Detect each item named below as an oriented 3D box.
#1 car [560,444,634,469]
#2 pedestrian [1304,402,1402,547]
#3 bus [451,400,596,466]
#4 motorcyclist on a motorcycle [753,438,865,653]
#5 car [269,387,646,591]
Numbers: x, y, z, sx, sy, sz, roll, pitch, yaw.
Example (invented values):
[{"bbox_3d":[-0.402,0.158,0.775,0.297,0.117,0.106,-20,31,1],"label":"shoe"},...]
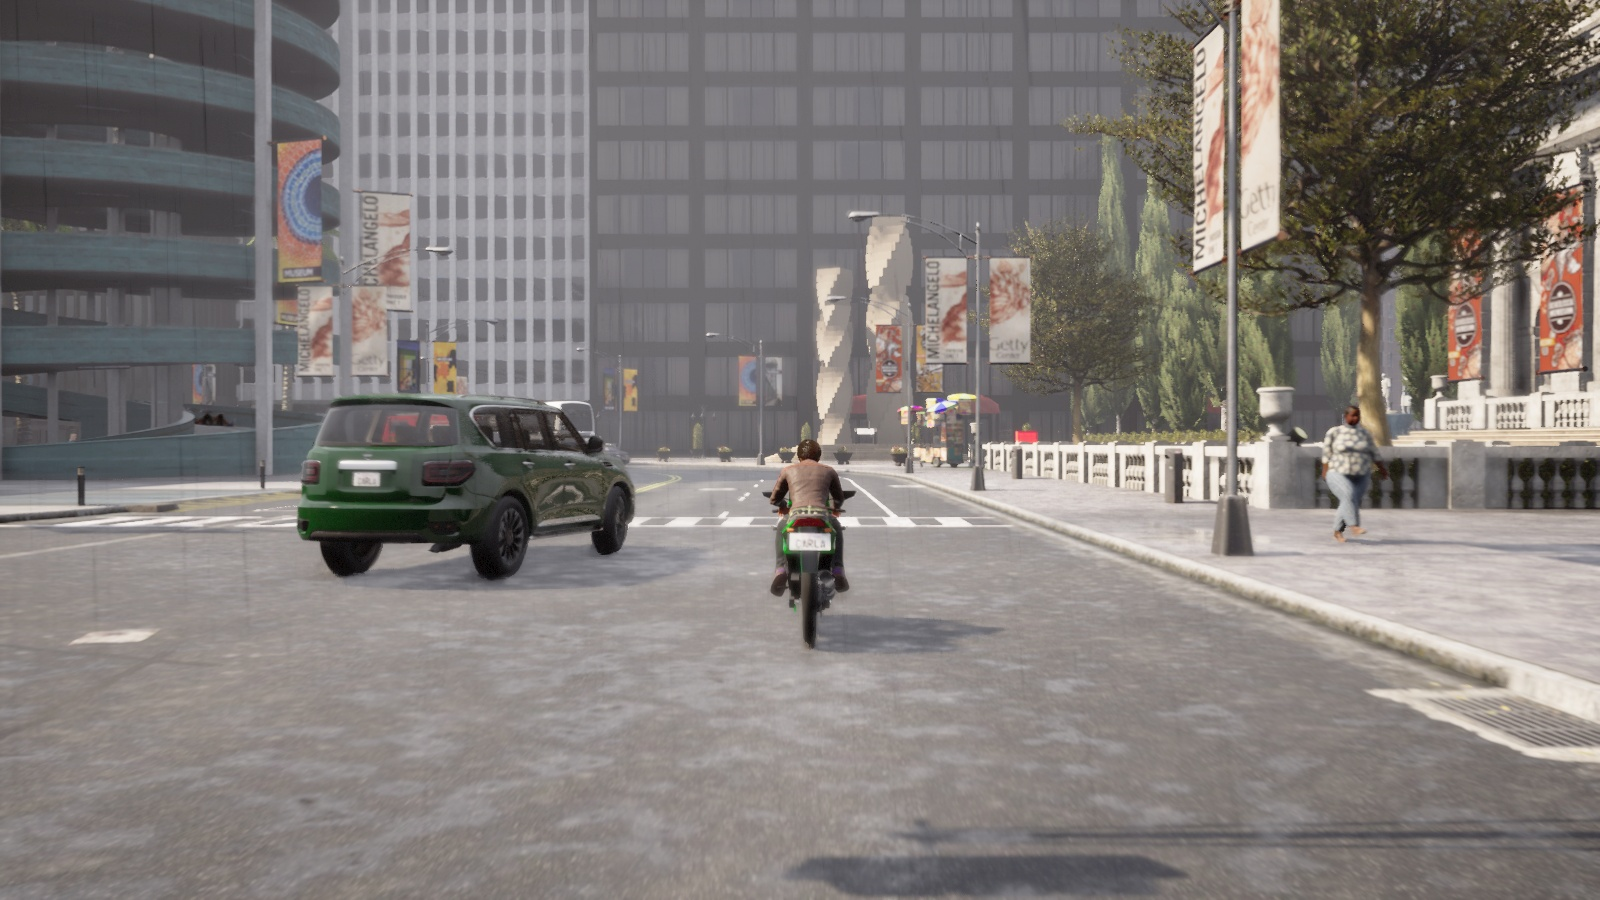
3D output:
[{"bbox_3d":[-12.078,0.365,74.410,2.033,1.411,5.357,0,0,-37],"label":"car"},{"bbox_3d":[7.278,0.316,16.556,0.874,1.855,0.900,0,0,-2],"label":"pedestrian"},{"bbox_3d":[-18.964,-1.128,85.689,10.273,4.253,3.944,0,0,38],"label":"bus"},{"bbox_3d":[0.072,0.673,9.947,0.797,1.523,2.044,0,0,0],"label":"motorcyclist on a motorcycle"},{"bbox_3d":[-3.869,0.375,15.559,2.150,2.045,5.566,0,0,13],"label":"car"}]
